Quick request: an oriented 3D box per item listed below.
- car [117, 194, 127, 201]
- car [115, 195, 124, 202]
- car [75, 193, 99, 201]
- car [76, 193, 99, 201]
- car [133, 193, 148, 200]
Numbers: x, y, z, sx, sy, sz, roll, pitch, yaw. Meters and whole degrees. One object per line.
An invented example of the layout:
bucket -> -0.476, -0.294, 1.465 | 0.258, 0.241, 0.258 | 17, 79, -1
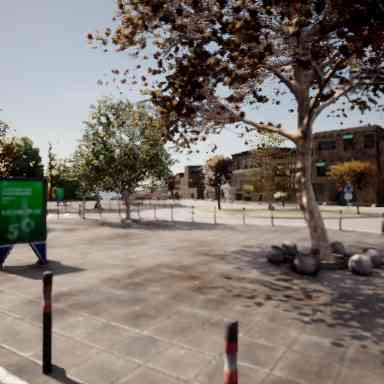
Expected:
car -> -17.747, 1.400, 84.078 | 1.882, 1.535, 5.008 | 0, -1, -17
car -> -15.702, 1.334, 73.941 | 1.882, 1.535, 5.008 | 0, 0, 0
car -> -25.501, 1.203, 81.013 | 5.566, 2.045, 2.435 | 0, -1, -17
car -> -27.136, 1.298, 86.224 | 5.566, 2.045, 2.435 | 0, -1, -17
car -> -14.983, 1.251, 88.280 | 5.566, 2.045, 2.435 | 0, -1, -17
